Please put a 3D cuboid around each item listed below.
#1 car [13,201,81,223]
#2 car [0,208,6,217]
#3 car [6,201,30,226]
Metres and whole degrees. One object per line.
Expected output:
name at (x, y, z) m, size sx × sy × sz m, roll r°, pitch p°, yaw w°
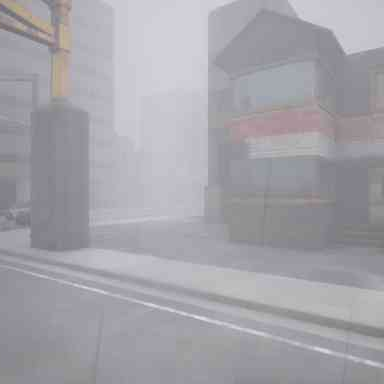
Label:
car at (-9.728, 1.295, 22.803) m, size 1.853 × 1.218 × 4.536 m, roll 0°, pitch 0°, yaw 15°
car at (-12.899, 1.295, 25.453) m, size 4.536 × 1.218 × 1.853 m, roll 0°, pitch 0°, yaw -30°
car at (-9.742, 1.453, 22.753) m, size 2.038 × 1.542 × 4.974 m, roll 0°, pitch 0°, yaw 15°
